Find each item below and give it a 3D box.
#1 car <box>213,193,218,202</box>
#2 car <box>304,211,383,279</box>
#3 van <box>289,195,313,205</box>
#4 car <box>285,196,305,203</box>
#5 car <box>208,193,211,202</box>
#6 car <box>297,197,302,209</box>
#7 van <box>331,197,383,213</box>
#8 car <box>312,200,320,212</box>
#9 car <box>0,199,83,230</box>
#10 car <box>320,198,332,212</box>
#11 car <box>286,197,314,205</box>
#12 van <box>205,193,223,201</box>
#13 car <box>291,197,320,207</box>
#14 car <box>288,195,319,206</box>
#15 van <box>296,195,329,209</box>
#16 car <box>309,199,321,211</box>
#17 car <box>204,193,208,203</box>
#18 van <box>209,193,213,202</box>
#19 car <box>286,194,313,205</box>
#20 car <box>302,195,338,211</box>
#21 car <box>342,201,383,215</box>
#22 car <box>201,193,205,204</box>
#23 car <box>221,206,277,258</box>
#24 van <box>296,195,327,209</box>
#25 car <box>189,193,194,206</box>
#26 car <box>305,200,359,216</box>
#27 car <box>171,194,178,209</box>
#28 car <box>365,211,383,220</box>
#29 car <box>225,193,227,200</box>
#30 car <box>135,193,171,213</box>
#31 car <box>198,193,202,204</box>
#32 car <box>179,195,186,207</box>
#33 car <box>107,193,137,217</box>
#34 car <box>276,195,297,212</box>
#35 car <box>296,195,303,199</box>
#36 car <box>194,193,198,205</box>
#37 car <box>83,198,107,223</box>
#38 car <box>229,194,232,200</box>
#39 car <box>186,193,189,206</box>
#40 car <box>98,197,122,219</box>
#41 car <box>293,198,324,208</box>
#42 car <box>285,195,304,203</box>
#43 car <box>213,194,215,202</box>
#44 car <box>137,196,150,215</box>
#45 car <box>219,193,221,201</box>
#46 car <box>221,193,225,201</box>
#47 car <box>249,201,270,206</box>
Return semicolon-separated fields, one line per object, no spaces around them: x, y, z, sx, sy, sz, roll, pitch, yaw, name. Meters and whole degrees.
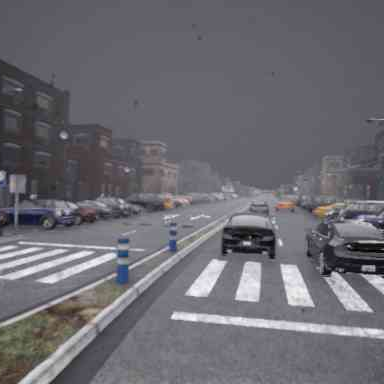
2.109;1.417;70.722;5.366;1.575;1.946;1;0;13;car
4.815;1.635;10.579;1.837;1.490;4.892;1;0;11;car
22.147;1.627;67.459;4.442;1.987;1.878;1;0;13;van
25.910;1.828;83.703;4.553;1.767;2.185;1;0;13;car
0.475;1.389;62.610;4.892;1.521;2.231;1;0;13;car
17.341;1.828;45.752;4.674;1.452;2.002;1;0;13;car
11.736;1.546;21.501;4.442;1.987;1.878;1;0;13;van
13.683;1.780;29.612;5.008;1.535;2.097;1;0;13;car
-9.211;1.170;19.564;4.553;1.767;2.185;1;0;13;car
13.079;1.655;26.771;4.553;1.767;2.185;1;0;13;car
22.689;1.862;70.185;5.366;1.575;1.946;1;0;13;car
5.821;1.298;86.844;4.442;1.987;1.878;1;0;13;van
21.022;1.833;62.014;4.892;1.521;2.231;1;0;13;car
21.620;1.591;64.731;5.566;2.045;2.435;1;0;13;car
18.464;1.569;51.198;4.442;1.987;1.878;1;0;13;van
14.281;1.782;32.198;4.892;1.521;2.231;1;0;13;car
-0.132;1.380;59.922;4.892;1.521;2.231;1;0;13;car
1.223;1.177;65.396;4.442;1.987;1.878;1;0;13;van
23.461;1.631;72.860;5.566;2.045;2.435;1;0;13;car
14.922;1.531;34.901;5.566;2.045;2.435;1;0;13;car
11.236;1.638;18.633;4.553;1.767;2.185;1;0;13;car
-0.739;1.371;57.233;4.892;1.521;2.231;1;0;13;car
2.305;1.553;13.350;1.882;1.535;5.008;1;0;11;car
19.305;1.582;53.855;4.442;1.987;1.878;1;0;13;van
-2.593;1.224;49.171;4.553;1.767;2.185;1;0;13;car
15.683;1.783;37.579;5.366;1.575;1.946;1;0;13;car
-4.813;1.339;38.366;5.366;1.575;1.946;1;0;13;car
9.973;1.760;13.345;4.792;1.488;2.163;1;0;13;car
5.301;1.254;84.134;5.566;2.045;2.435;1;0;13;car
-5.623;1.084;35.722;5.566;2.045;2.435;1;0;13;car
-1.346;1.363;54.543;4.892;1.521;2.231;1;0;13;car
-3.785;1.342;43.787;5.008;1.535;2.097;1;0;13;car
-7.390;1.201;27.637;4.553;1.767;2.185;1;0;13;car
11.929;1.555;42.892;2.097;1.767;4.553;1;0;13;car
17.991;1.542;48.455;5.566;2.045;2.435;1;0;13;car
-1.925;1.230;51.848;4.553;1.767;2.185;1;0;13;car
-8.642;1.308;22.267;5.008;1.535;2.097;1;0;13;car
7.930;1.592;94.845;5.366;1.575;1.946;1;0;13;car
-3.200;1.219;46.482;4.553;1.767;2.185;1;0;13;car
-8.029;1.357;24.954;4.674;1.452;2.002;1;0;13;car
19.824;1.853;56.715;4.674;1.452;2.002;1;0;13;car
26.524;1.847;86.414;4.553;1.767;2.185;1;0;13;car
1.684;1.451;67.990;4.674;1.452;2.002;1;0;13;car
-6.821;1.333;30.340;4.892;1.521;2.231;1;0;13;car
3.474;1.482;76.067;4.792;1.488;2.163;1;0;13;car
4.711;1.487;81.440;5.008;1.535;2.097;1;0;13;car
6.856;1.626;33.880;2.128;1.511;4.902;1;0;13;car
